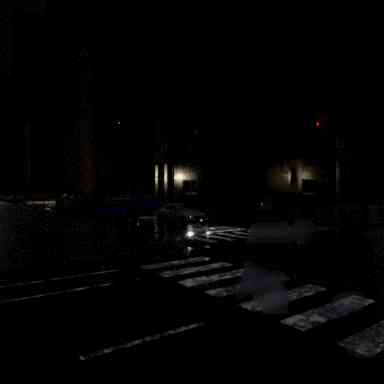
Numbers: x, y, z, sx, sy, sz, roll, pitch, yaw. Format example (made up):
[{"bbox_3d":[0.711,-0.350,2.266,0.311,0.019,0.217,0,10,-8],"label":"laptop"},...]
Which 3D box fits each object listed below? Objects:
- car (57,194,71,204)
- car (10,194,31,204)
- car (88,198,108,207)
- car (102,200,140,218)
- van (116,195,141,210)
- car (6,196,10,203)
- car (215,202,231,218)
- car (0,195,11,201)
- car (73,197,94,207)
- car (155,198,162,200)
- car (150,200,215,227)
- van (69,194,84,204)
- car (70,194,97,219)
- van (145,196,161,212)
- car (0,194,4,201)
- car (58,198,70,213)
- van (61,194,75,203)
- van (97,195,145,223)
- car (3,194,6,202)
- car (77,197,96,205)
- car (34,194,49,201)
[{"bbox_3d":[-22.419,1.527,58.436,2.033,1.411,5.357,0,0,-36],"label":"car"},{"bbox_3d":[-31.806,1.514,61.641,2.008,1.369,4.403,0,0,-36],"label":"car"},{"bbox_3d":[-14.957,1.569,52.764,1.802,1.307,4.206,0,0,-36],"label":"car"},{"bbox_3d":[-6.761,1.502,31.265,1.812,1.442,4.674,0,0,-35],"label":"car"},{"bbox_3d":[-8.342,1.330,43.536,1.690,1.788,3.998,0,0,-36],"label":"van"},{"bbox_3d":[-35.113,1.403,66.256,1.967,1.590,4.097,0,0,-36],"label":"car"},{"bbox_3d":[1.580,1.549,29.691,2.008,1.369,4.403,0,0,-36],"label":"car"},{"bbox_3d":[-44.935,1.490,79.961,1.752,1.417,4.829,0,0,-36],"label":"car"},{"bbox_3d":[-16.408,1.505,50.135,1.812,1.442,4.674,0,0,-35],"label":"car"},{"bbox_3d":[-1.728,1.576,34.306,1.802,1.307,4.206,0,0,-36],"label":"car"},{"bbox_3d":[-0.780,1.509,22.934,1.812,1.442,4.674,0,0,-36],"label":"car"},{"bbox_3d":[-21.571,1.329,61.995,1.690,1.788,3.998,0,0,-36],"label":"van"},{"bbox_3d":[-8.655,1.284,29.339,2.192,1.841,5.009,0,0,-36],"label":"car"},{"bbox_3d":[-5.035,1.332,38.921,1.690,1.788,3.998,0,0,-36],"label":"van"},{"bbox_3d":[-41.728,1.530,75.486,1.947,1.339,4.313,0,0,-36],"label":"car"},{"bbox_3d":[-11.963,1.548,33.953,1.802,1.307,4.206,0,0,-36],"label":"car"},{"bbox_3d":[-24.878,1.329,66.610,1.690,1.788,3.998,0,0,-36],"label":"van"},{"bbox_3d":[-5.348,1.314,24.724,1.690,1.788,3.998,0,0,-36],"label":"van"},{"bbox_3d":[-38.321,1.489,70.733,1.752,1.417,4.829,0,0,-36],"label":"car"},{"bbox_3d":[-18.264,1.570,57.379,1.802,1.307,4.206,0,0,-36],"label":"car"},{"bbox_3d":[-38.106,1.305,85.069,2.192,1.841,5.009,0,0,-36],"label":"car"}]
